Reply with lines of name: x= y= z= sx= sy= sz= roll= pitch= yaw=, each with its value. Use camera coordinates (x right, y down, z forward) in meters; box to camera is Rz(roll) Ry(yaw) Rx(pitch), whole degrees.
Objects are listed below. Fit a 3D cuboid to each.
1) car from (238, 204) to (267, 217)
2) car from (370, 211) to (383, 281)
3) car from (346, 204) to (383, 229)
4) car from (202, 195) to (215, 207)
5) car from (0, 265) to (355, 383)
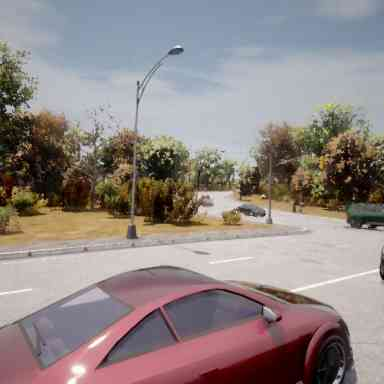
car: x=7.413 y=2.252 z=41.430 sx=1.837 sy=1.490 sz=4.892 roll=3 pitch=0 yaw=-20
car: x=6.967 y=1.486 z=8.771 sx=4.553 sy=1.767 sz=2.097 roll=2 pitch=-1 yaw=-36
car: x=14.756 y=1.979 z=25.766 sx=2.150 sy=2.045 sz=5.566 roll=3 pitch=-2 yaw=-28
car: x=2.456 y=1.812 z=57.803 sx=1.812 sy=1.442 sz=4.674 roll=2 pitch=2 yaw=-13
car: x=-0.051 y=1.571 z=3.713 sx=4.181 sy=1.385 sz=1.994 roll=0 pitch=0 yaw=-36
